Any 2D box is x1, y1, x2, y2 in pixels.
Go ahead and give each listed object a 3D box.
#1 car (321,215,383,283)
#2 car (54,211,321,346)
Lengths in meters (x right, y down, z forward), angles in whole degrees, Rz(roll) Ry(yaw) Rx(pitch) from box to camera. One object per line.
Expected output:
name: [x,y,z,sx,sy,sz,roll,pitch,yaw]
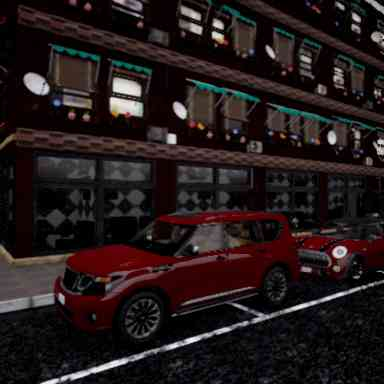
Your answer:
car: [4.634,1.516,9.860,4.097,1.590,1.967,1,0,-35]
car: [0.047,1.345,6.589,5.009,1.841,2.192,1,0,-35]
